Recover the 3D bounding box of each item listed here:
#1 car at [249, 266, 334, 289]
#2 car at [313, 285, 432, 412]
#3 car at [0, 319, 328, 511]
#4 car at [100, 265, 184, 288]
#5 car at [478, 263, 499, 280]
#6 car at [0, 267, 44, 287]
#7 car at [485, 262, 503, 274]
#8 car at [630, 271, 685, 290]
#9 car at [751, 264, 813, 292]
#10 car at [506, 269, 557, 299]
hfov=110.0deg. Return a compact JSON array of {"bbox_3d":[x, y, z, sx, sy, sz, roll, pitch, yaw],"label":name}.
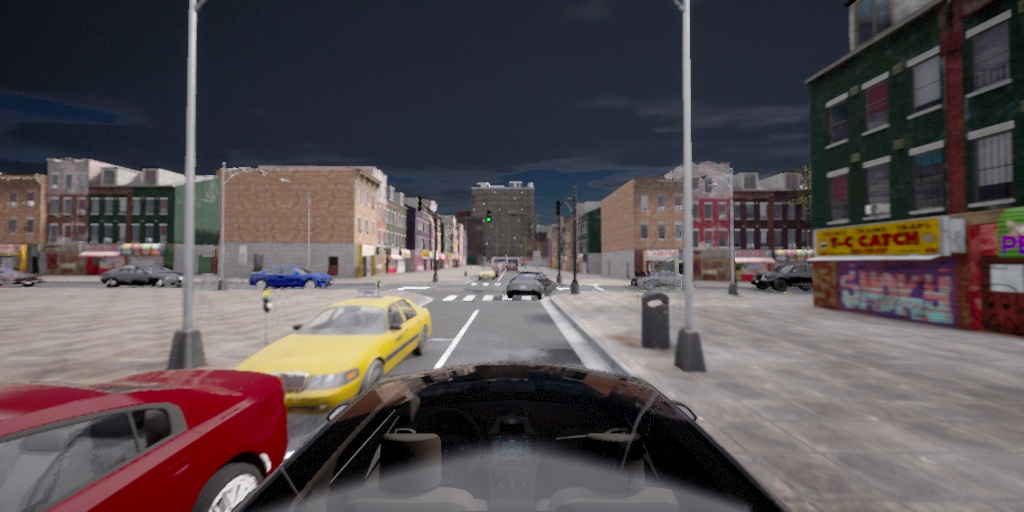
[{"bbox_3d":[-14.389,1.425,23.588,5.008,1.535,1.882,0,-1,-2],"label":"car"},{"bbox_3d":[-2.638,1.339,6.323,1.751,1.417,4.829,0,0,0],"label":"car"},{"bbox_3d":[-2.637,1.286,1.000,1.888,1.381,4.507,0,0,0],"label":"car"},{"bbox_3d":[-23.887,1.370,23.542,4.902,1.511,2.128,0,-1,0],"label":"car"},{"bbox_3d":[-2.644,1.793,38.277,1.751,1.417,4.829,0,0,0],"label":"car"},{"bbox_3d":[-34.355,1.375,23.491,5.357,1.411,2.033,0,-1,0],"label":"car"},{"bbox_3d":[-2.645,1.664,43.889,2.192,1.841,5.009,0,0,0],"label":"car"},{"bbox_3d":[11.026,1.797,26.673,4.181,1.385,1.994,1,-1,-1],"label":"car"},{"bbox_3d":[21.012,1.604,26.728,5.566,2.045,2.150,1,-1,0],"label":"car"},{"bbox_3d":[1.164,1.569,20.118,1.994,1.385,4.181,0,-1,18],"label":"car"}]
